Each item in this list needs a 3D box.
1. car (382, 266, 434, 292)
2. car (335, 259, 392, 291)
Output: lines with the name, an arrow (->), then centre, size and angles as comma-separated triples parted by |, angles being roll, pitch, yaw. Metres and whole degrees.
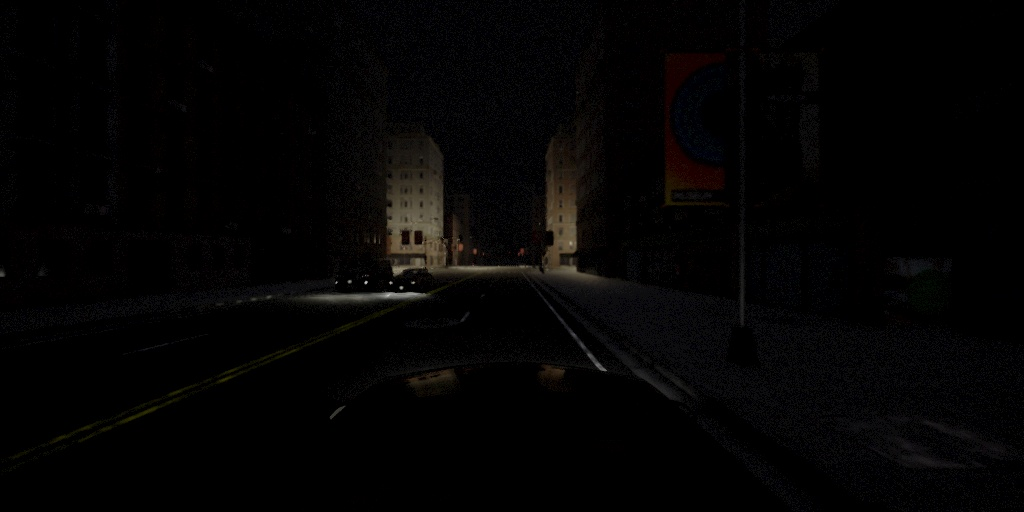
car -> -6.601, 1.542, 24.056 | 2.033, 1.411, 5.357 | 0, -1, 0
car -> -9.851, 1.221, 24.533 | 2.150, 2.045, 5.566 | 0, -1, 0
